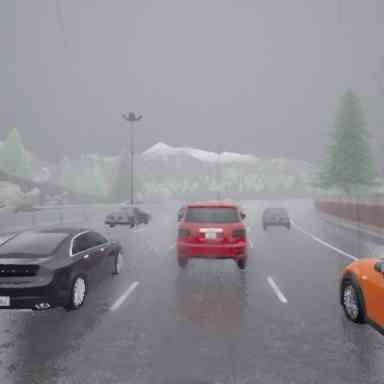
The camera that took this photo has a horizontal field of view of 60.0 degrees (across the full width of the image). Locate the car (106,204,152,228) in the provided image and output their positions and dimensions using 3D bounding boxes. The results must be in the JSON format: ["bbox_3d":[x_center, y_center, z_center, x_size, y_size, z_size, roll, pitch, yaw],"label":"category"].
[{"bbox_3d":[-4.564,1.826,24.511,2.033,1.411,5.357,0,-1,10],"label":"car"}]

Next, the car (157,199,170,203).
[{"bbox_3d":[-4.671,2.136,68.614,2.097,1.767,4.553,0,-1,26],"label":"car"}]

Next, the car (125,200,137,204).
[{"bbox_3d":[-11.953,2.327,69.656,2.033,1.411,5.357,0,-1,24],"label":"car"}]

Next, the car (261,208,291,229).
[{"bbox_3d":[6.007,1.840,23.997,2.033,1.411,5.357,0,-1,11],"label":"car"}]

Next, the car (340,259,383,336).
[{"bbox_3d":[3.791,1.412,4.460,2.097,1.767,4.553,0,-1,2],"label":"car"}]

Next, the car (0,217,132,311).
[{"bbox_3d":[-3.029,1.594,7.970,1.837,1.490,4.892,0,0,4],"label":"car"}]

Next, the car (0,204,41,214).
[{"bbox_3d":[-14.776,1.775,27.792,1.882,1.535,5.008,0,-1,11],"label":"car"}]

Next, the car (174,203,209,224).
[{"bbox_3d":[0.065,1.837,29.552,2.128,1.511,4.902,0,-1,12],"label":"car"}]

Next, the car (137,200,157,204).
[{"bbox_3d":[-8.520,2.309,68.747,2.128,1.511,4.902,0,-1,26],"label":"car"}]

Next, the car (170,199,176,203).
[{"bbox_3d":[-1.960,2.265,66.200,1.837,1.490,4.892,0,-1,26],"label":"car"}]

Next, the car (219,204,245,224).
[{"bbox_3d":[3.633,1.857,29.476,1.837,1.490,4.892,0,-1,13],"label":"car"}]

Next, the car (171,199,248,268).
[{"bbox_3d":[0.785,1.365,12.072,2.150,2.045,5.566,0,-1,5],"label":"car"}]
